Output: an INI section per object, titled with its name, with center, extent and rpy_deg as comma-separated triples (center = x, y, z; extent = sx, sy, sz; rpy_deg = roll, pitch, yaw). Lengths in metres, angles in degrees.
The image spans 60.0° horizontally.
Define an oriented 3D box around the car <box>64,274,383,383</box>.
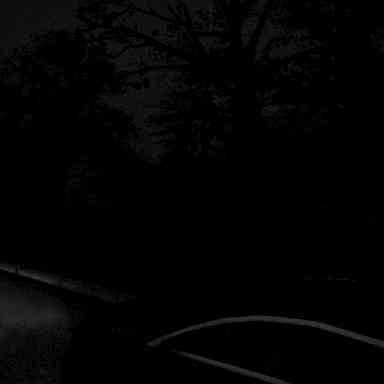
[car]
center = 0.935, 1.491, 2.711
extent = 4.902, 1.511, 2.128
rpy_deg = 0, 0, 36
